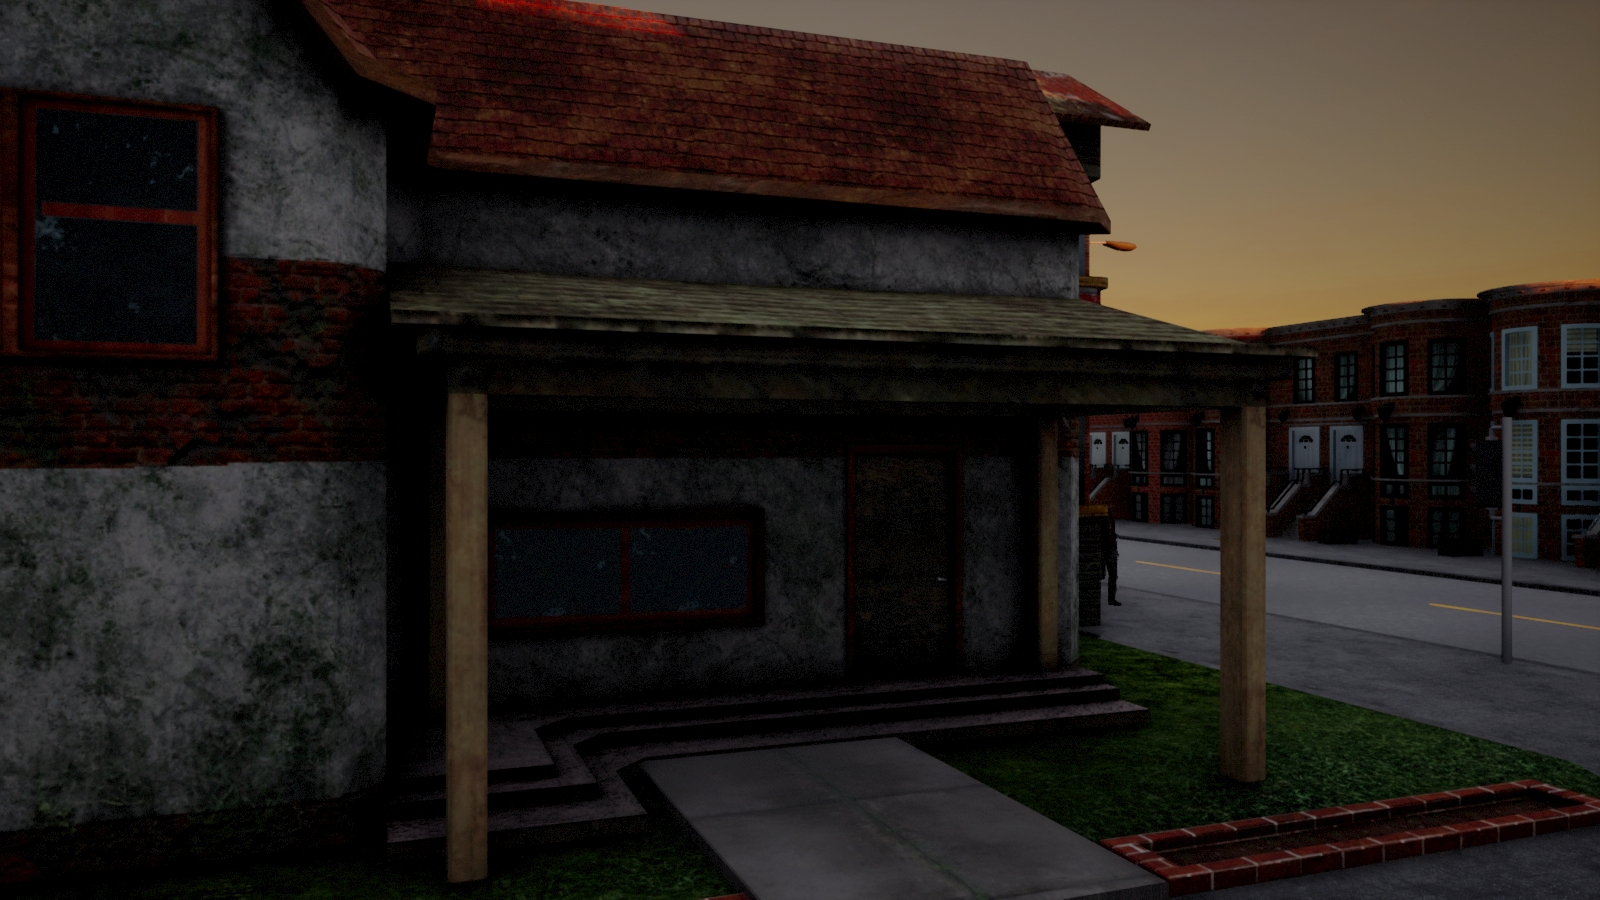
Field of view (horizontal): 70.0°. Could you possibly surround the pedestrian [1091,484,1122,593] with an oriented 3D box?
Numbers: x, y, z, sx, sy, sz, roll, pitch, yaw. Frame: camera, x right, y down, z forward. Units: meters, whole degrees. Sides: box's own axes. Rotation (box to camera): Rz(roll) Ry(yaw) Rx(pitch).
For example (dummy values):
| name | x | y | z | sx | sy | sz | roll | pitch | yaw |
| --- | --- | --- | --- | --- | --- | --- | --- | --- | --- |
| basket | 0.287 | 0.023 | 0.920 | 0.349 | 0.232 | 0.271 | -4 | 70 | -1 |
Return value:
| name | x | y | z | sx | sy | sz | roll | pitch | yaw |
| --- | --- | --- | --- | --- | --- | --- | --- | --- | --- |
| pedestrian | 5.310 | 1.524 | 19.796 | 0.375 | 1.860 | 0.375 | 0 | 0 | -26 |
